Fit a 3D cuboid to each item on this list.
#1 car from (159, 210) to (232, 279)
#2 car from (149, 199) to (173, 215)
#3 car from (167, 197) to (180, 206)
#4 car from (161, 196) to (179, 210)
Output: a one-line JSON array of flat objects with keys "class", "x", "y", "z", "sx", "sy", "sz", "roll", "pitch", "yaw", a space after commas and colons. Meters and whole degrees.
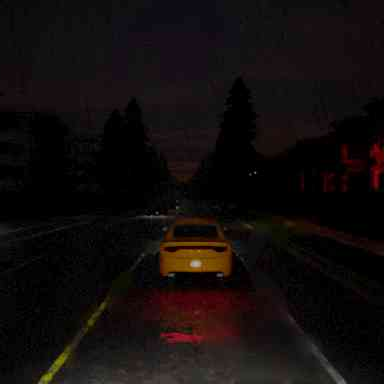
[{"class": "car", "x": 0.095, "y": 1.546, "z": 10.312, "sx": 1.882, "sy": 1.535, "sz": 5.008, "roll": 0, "pitch": 0, "yaw": 0}, {"class": "car", "x": -3.590, "y": 1.788, "z": 36.778, "sx": 2.033, "sy": 1.411, "sz": 5.357, "roll": 0, "pitch": 0, "yaw": 0}, {"class": "car", "x": -3.528, "y": 1.767, "z": 63.563, "sx": 2.097, "sy": 1.767, "sz": 4.553, "roll": 0, "pitch": 0, "yaw": 1}, {"class": "car", "x": -3.581, "y": 1.545, "z": 49.378, "sx": 2.150, "sy": 2.045, "sz": 5.566, "roll": 0, "pitch": 0, "yaw": 0}]
